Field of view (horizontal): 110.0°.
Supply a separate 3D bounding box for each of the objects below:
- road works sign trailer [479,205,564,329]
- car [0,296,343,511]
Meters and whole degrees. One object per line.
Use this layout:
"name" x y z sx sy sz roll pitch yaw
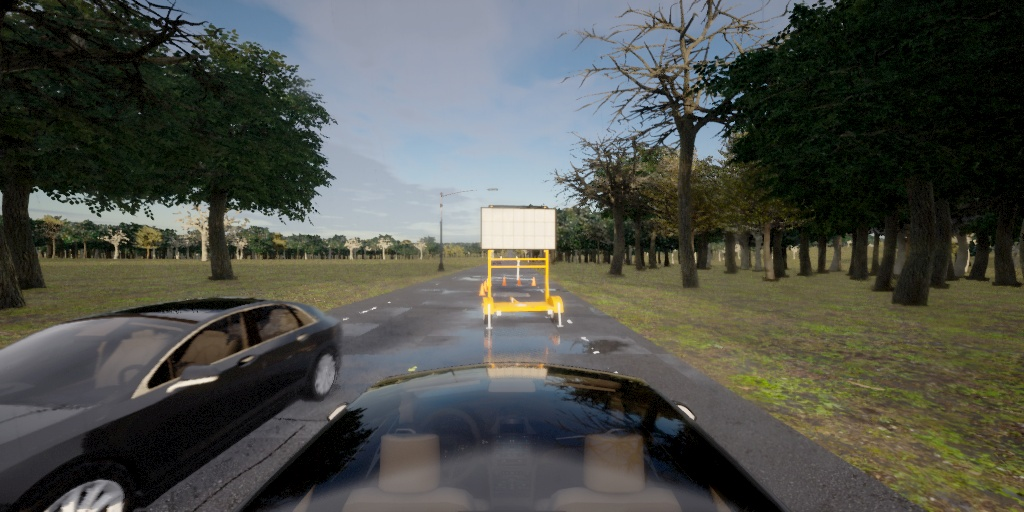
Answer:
"road works sign trailer" 0.182 0.211 11.364 2.380 3.560 2.880 0 0 -8
"car" -3.502 1.254 3.611 1.837 1.490 4.892 0 0 0
